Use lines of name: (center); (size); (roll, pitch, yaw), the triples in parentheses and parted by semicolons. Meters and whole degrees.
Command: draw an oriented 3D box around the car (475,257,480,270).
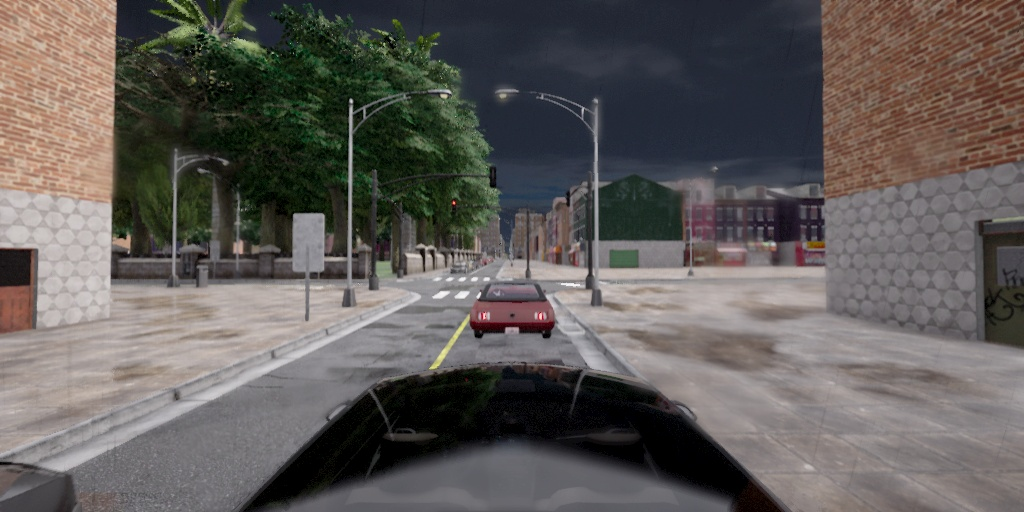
car: (-5.580, 1.126, 45.549); (2.007, 1.370, 4.403); (0, 0, 0)

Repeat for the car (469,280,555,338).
car: (0.025, 1.313, 9.939); (1.895, 1.301, 4.718); (0, 0, 0)

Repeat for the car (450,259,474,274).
car: (-5.546, 1.150, 38.413); (2.007, 1.370, 4.403); (0, 0, 0)

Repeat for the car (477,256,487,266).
car: (-5.720, 1.117, 61.898); (1.802, 1.307, 4.207); (0, 0, 0)

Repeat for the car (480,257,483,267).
car: (-5.627, 1.125, 50.998); (1.948, 1.339, 4.313); (0, 0, 0)
